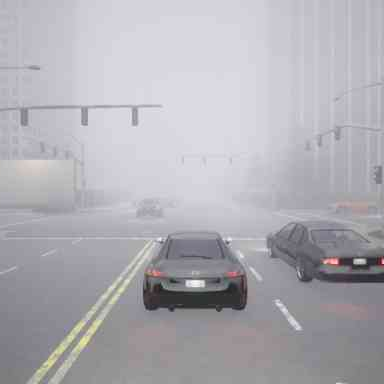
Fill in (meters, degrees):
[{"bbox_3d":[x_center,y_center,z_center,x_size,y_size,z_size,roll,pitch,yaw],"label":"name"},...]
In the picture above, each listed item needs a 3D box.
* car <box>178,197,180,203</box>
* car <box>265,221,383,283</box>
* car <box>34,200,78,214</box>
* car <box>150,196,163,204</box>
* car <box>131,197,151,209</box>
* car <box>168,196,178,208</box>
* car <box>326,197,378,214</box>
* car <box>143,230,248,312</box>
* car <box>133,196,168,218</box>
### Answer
[{"bbox_3d":[-3.514,1.506,68.493,1.837,1.490,4.892,0,0,0],"label":"car"},{"bbox_3d":[3.582,1.547,9.679,2.033,1.411,5.357,0,0,-1],"label":"car"},{"bbox_3d":[-13.738,1.509,33.708,4.181,1.385,1.994,0,0,-11],"label":"car"},{"bbox_3d":[-7.011,1.548,66.903,2.033,1.411,5.357,0,0,0],"label":"car"},{"bbox_3d":[-7.100,1.492,46.719,2.128,1.511,4.902,0,0,0],"label":"car"},{"bbox_3d":[-3.600,1.492,47.803,2.128,1.511,4.902,0,0,0],"label":"car"},{"bbox_3d":[15.929,1.298,33.284,4.553,1.767,2.097,0,0,0],"label":"car"},{"bbox_3d":[0.061,1.564,7.796,1.994,1.385,4.181,0,0,0],"label":"car"},{"bbox_3d":[-3.601,1.324,29.470,2.097,1.767,4.553,0,0,0],"label":"car"}]
